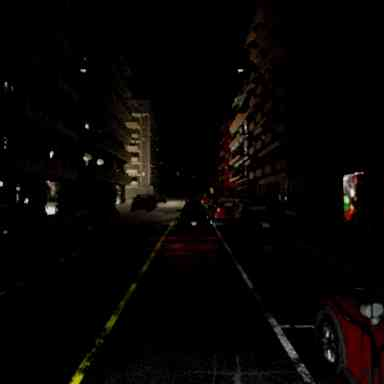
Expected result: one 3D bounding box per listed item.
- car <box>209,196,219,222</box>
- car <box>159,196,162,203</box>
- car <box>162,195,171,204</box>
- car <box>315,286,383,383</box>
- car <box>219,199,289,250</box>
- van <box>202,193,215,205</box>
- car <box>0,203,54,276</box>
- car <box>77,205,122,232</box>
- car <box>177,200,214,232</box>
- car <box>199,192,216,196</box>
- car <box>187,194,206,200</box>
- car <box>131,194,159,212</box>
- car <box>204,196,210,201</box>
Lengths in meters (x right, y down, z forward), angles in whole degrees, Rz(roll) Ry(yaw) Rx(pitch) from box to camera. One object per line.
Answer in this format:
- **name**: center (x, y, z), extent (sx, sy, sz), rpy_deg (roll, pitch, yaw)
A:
- **car**: center (2.566, 1.319, 24.968), extent (1.967, 1.590, 4.097), rpy_deg (1, 0, 0)
- **car**: center (-5.274, 1.363, 41.622), extent (1.887, 1.381, 4.507), rpy_deg (1, 0, 0)
- **car**: center (-5.266, 1.358, 58.216), extent (1.802, 1.307, 4.206), rpy_deg (1, 0, 0)
- **car**: center (2.595, 1.424, 2.843), extent (1.967, 1.590, 4.097), rpy_deg (1, 0, 0)
- **car**: center (2.563, 1.243, 13.904), extent (2.192, 1.841, 5.009), rpy_deg (1, 0, 0)
- **van**: center (2.583, 1.130, 52.625), extent (1.690, 1.788, 3.998), rpy_deg (1, 0, 0)
- **car**: center (-5.286, 1.270, 8.437), extent (2.192, 1.841, 5.009), rpy_deg (1, 0, 0)
- **car**: center (-5.286, 1.467, 19.501), extent (1.947, 1.339, 4.313), rpy_deg (1, 0, 0)
- **car**: center (0.098, 1.428, 19.387), extent (1.812, 1.442, 4.674), rpy_deg (0, 0, 0)
- **car**: center (2.581, 1.118, 47.093), extent (2.192, 1.841, 5.009), rpy_deg (1, 0, 0)
- **car**: center (0.123, 1.323, 37.452), extent (2.128, 1.511, 4.902), rpy_deg (0, 0, 0)
- **car**: center (-5.271, 1.151, 36.090), extent (2.192, 1.841, 5.009), rpy_deg (1, 0, 0)
- **car**: center (2.569, 1.418, 36.031), extent (1.802, 1.307, 4.206), rpy_deg (1, 0, 0)
